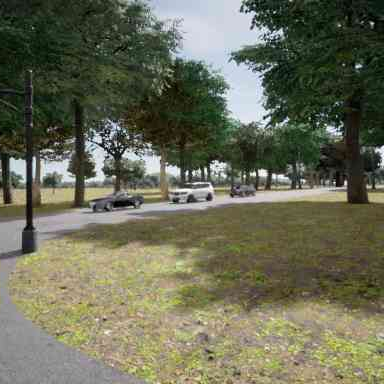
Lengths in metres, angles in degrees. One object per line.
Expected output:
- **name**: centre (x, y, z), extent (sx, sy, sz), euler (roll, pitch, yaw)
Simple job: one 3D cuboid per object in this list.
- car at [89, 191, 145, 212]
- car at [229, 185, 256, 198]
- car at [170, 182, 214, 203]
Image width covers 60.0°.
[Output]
- **car**: centre (-6.016, 0.698, 26.831), extent (2.128, 1.511, 4.902), euler (-1, 2, 37)
- **car**: centre (6.668, -0.095, 43.267), extent (1.837, 1.490, 4.892), euler (-1, 2, 38)
- **car**: centre (0.105, 0.030, 34.775), extent (2.150, 2.045, 5.566), euler (-1, 2, 38)
